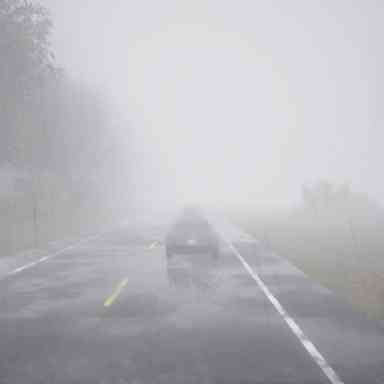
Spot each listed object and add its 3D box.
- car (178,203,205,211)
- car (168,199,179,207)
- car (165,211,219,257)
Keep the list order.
[{"bbox_3d":[0.015,1.798,28.478,1.837,1.490,4.892,0,0,0],"label":"car"},{"bbox_3d":[-3.538,2.165,64.512,1.812,1.442,4.674,0,-1,1],"label":"car"},{"bbox_3d":[0.020,1.705,13.509,1.994,1.385,4.181,0,0,0],"label":"car"}]
